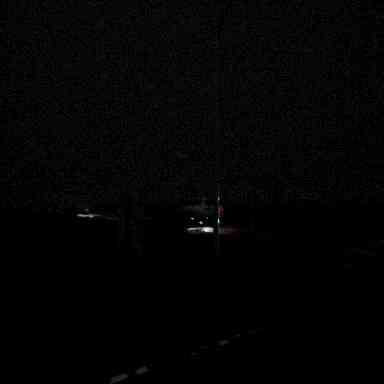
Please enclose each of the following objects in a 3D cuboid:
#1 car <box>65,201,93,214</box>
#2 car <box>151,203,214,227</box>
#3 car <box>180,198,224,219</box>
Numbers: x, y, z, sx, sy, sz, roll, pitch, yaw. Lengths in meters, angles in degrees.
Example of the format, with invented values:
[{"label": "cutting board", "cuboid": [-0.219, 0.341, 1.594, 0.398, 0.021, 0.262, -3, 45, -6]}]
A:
[{"label": "car", "cuboid": [-13.507, 1.866, 39.660, 2.128, 1.511, 4.902, 1, -1, -41]}, {"label": "car", "cuboid": [-1.029, 1.726, 24.587, 2.033, 1.411, 5.357, 1, -1, -38]}, {"label": "car", "cuboid": [0.216, 1.485, 27.708, 2.150, 2.045, 5.566, 1, -2, -38]}]
